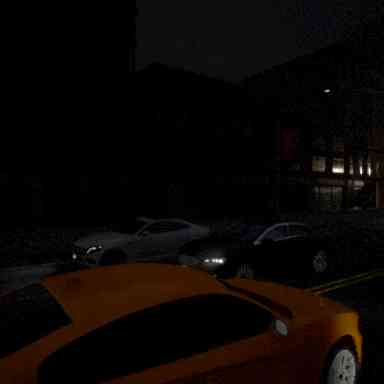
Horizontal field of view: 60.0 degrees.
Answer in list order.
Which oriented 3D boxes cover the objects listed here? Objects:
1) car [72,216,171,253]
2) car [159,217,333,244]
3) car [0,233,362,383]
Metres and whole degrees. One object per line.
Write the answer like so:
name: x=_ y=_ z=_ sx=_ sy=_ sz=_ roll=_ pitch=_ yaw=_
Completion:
car: x=-1.388 y=1.523 z=10.667 sx=4.674 sy=1.442 sz=1.812 roll=0 pitch=0 yaw=-36
car: x=1.839 y=1.488 z=8.987 sx=4.902 sy=1.511 sz=2.128 roll=0 pitch=0 yaw=-35
car: x=-0.308 y=1.477 z=3.219 sx=5.008 sy=1.535 sz=1.882 roll=0 pitch=0 yaw=-35
